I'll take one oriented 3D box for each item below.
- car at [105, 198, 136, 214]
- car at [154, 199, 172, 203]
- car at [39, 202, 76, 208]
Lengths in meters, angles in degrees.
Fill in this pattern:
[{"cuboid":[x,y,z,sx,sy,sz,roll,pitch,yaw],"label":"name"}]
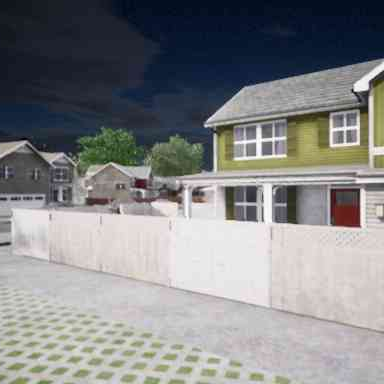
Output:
[{"cuboid":[-7.780,1.469,36.562,2.097,1.767,4.553,0,0,20],"label":"car"},{"cuboid":[-4.227,1.687,46.195,1.812,1.442,4.674,0,0,22],"label":"car"},{"cuboid":[-11.015,1.580,26.878,1.837,1.490,4.892,0,0,18],"label":"car"}]
